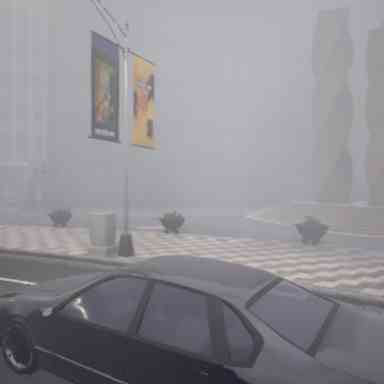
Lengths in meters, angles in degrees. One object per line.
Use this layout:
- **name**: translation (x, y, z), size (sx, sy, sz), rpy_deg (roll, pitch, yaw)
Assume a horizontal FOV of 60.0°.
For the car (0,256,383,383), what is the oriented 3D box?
- **car**: translation (-0.236, 1.524, 3.905), size (5.357, 1.411, 2.033), rpy_deg (0, 0, 32)
